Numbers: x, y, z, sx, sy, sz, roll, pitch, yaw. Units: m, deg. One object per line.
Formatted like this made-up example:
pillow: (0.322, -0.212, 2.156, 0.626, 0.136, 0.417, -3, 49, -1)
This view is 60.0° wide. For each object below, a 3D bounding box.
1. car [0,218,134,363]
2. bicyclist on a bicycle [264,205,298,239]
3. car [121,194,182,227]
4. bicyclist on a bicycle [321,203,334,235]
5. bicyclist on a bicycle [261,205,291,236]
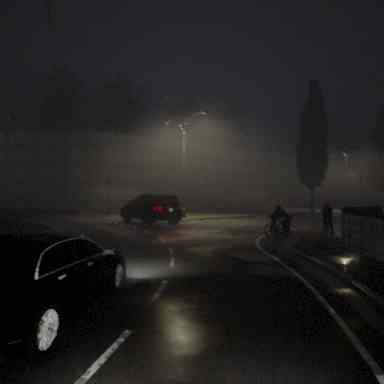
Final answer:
car: (-2.672, 1.464, 5.970, 1.837, 1.490, 4.892, 1, 0, 7)
bicyclist on a bicycle: (4.437, 1.506, 16.534, 1.656, 1.620, 0.582, 1, 0, 13)
car: (-2.838, 1.166, 22.615, 2.150, 2.045, 5.566, 2, 0, -35)
bicyclist on a bicycle: (7.008, 1.392, 17.253, 0.582, 1.620, 1.656, 1, 0, 24)
bicyclist on a bicycle: (4.558, 1.507, 17.981, 1.656, 1.620, 0.582, 1, 0, -32)
